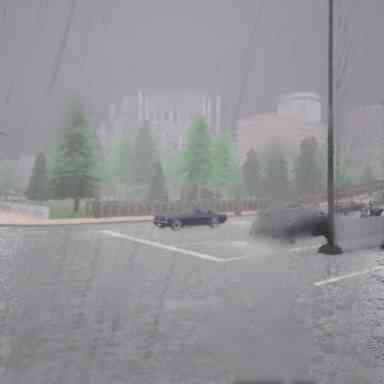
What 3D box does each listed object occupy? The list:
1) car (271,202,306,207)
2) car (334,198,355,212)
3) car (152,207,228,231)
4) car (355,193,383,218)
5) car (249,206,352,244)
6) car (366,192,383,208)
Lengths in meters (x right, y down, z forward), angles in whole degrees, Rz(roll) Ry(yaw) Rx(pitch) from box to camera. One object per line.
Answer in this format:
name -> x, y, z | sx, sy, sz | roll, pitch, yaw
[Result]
car -> 7.406, 1.560, 26.451 | 4.892, 1.490, 1.837 | -1, 1, -35
car -> 14.885, 1.292, 31.760 | 4.674, 1.442, 1.812 | -3, 2, -35
car -> -0.112, 1.654, 21.147 | 4.718, 1.301, 1.895 | 0, 0, -34
car -> 13.589, 1.228, 22.249 | 5.566, 2.045, 2.150 | -2, 1, -35
car -> 5.309, 1.602, 16.364 | 5.357, 1.411, 2.033 | 0, 0, -35
car -> 21.574, 0.756, 36.428 | 5.357, 1.411, 2.033 | -6, 3, -34
